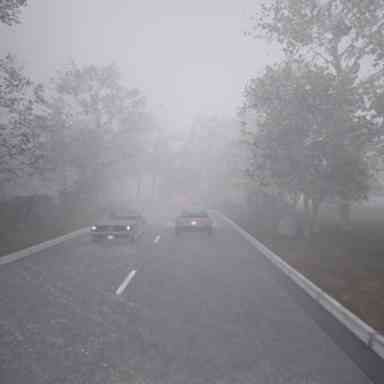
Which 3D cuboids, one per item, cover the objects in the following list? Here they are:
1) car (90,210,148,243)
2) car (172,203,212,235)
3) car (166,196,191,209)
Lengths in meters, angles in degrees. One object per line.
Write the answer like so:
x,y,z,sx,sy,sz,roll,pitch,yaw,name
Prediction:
-3.355,1.563,15.952,1.895,1.301,4.718,0,0,0,car
0.089,1.519,18.638,1.994,1.385,4.181,0,0,0,car
-1.649,1.267,40.919,2.097,1.767,4.553,1,-1,-20,car
